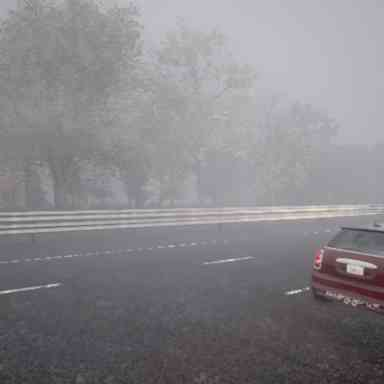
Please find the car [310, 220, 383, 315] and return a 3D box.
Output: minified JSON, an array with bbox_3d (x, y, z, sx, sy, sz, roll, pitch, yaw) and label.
[{"bbox_3d":[4.638,1.425,7.121,4.553,1.767,2.097,1,0,-35],"label":"car"}]
